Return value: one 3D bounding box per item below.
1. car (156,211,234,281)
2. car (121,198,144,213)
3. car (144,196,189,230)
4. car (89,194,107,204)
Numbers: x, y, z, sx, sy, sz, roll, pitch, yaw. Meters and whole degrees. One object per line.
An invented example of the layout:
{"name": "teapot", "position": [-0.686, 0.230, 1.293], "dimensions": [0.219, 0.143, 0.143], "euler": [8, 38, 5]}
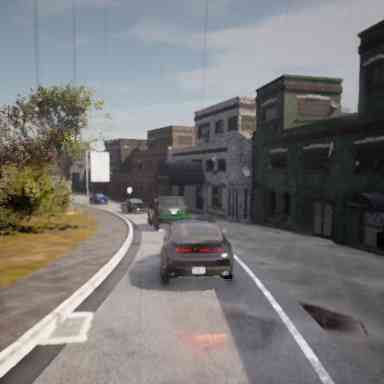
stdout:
{"name": "car", "position": [0.048, 1.533, 9.960], "dimensions": [1.837, 1.490, 4.892], "euler": [0, 0, -3]}
{"name": "car", "position": [-6.552, 1.463, 36.583], "dimensions": [1.837, 1.490, 4.892], "euler": [-1, 2, -24]}
{"name": "car", "position": [-1.661, 1.287, 22.190], "dimensions": [2.150, 2.045, 5.566], "euler": [-1, 0, -13]}
{"name": "car", "position": [-14.168, 0.991, 50.177], "dimensions": [1.812, 1.442, 4.674], "euler": [-2, 4, -32]}
